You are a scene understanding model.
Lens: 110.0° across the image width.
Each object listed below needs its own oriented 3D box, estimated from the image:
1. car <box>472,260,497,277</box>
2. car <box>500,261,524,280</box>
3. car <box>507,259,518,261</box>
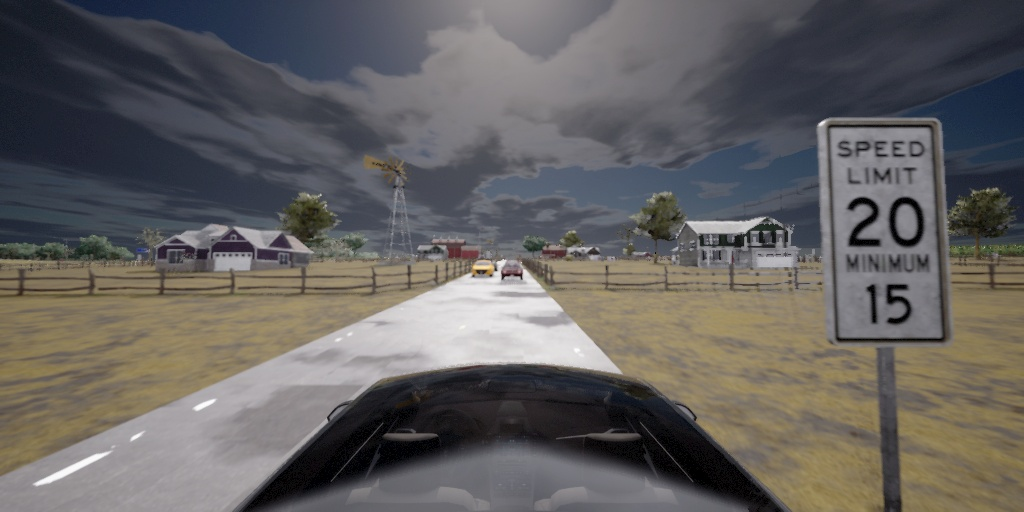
[{"bbox_3d":[-2.740,1.175,34.494,1.882,1.535,5.008,0,0,0],"label":"car"},{"bbox_3d":[0.020,1.305,30.842,1.895,1.301,4.718,0,0,0],"label":"car"},{"bbox_3d":[0.067,1.153,45.812,1.882,1.535,5.008,0,1,0],"label":"car"}]
